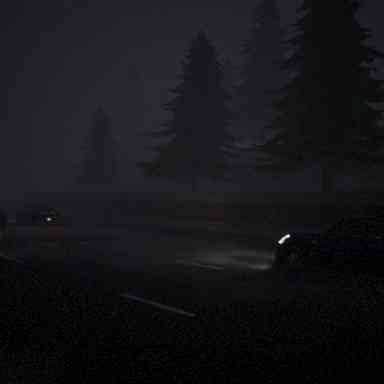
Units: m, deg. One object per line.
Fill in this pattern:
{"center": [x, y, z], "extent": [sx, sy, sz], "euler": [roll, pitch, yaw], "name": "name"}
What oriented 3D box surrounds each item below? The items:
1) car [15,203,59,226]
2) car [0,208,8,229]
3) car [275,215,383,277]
{"center": [-11.168, 1.546, 23.898], "extent": [1.837, 1.490, 4.892], "euler": [0, 0, -43], "name": "car"}
{"center": [-13.265, 1.496, 21.067], "extent": [1.882, 1.535, 5.008], "euler": [0, 0, -44], "name": "car"}
{"center": [4.723, 1.416, 9.381], "extent": [4.553, 1.767, 2.097], "euler": [0, 0, 37], "name": "car"}
